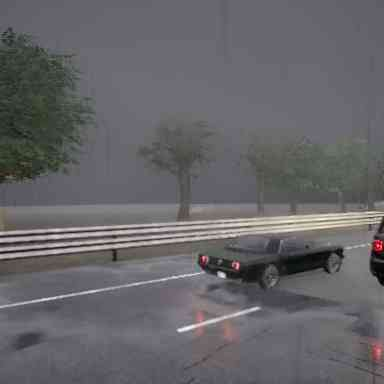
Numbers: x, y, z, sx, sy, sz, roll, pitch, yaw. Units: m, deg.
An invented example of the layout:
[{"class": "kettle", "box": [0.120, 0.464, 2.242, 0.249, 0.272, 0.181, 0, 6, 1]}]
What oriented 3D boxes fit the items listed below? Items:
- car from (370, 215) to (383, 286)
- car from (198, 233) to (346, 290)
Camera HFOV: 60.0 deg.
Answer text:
[{"class": "car", "box": [6.889, 1.427, 8.792, 5.566, 2.045, 2.150, 0, -2, -36]}, {"class": "car", "box": [2.568, 1.884, 9.953, 4.718, 1.301, 1.895, 1, -2, -36]}]
